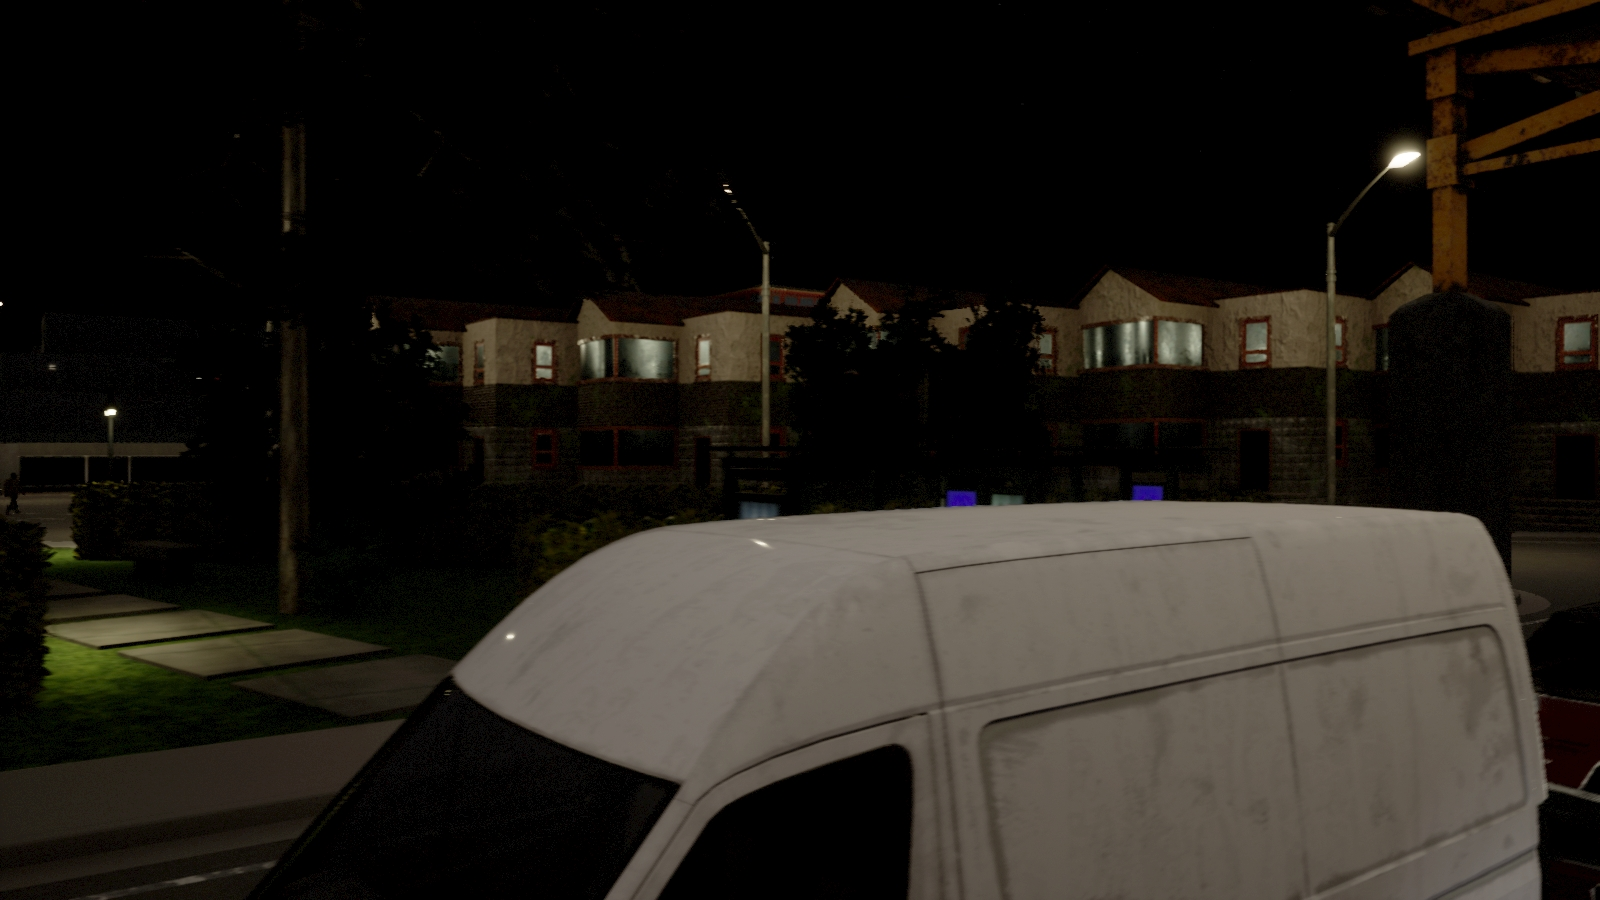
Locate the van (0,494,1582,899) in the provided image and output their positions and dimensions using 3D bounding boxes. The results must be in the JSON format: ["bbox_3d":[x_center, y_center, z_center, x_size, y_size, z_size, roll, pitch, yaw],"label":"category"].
[{"bbox_3d":[0.338,1.534,3.996,5.915,2.561,1.988,0,0,-35],"label":"van"}]

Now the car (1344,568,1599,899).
[{"bbox_3d":[6.062,1.904,7.990,4.553,1.767,2.097,0,0,-35],"label":"car"}]
